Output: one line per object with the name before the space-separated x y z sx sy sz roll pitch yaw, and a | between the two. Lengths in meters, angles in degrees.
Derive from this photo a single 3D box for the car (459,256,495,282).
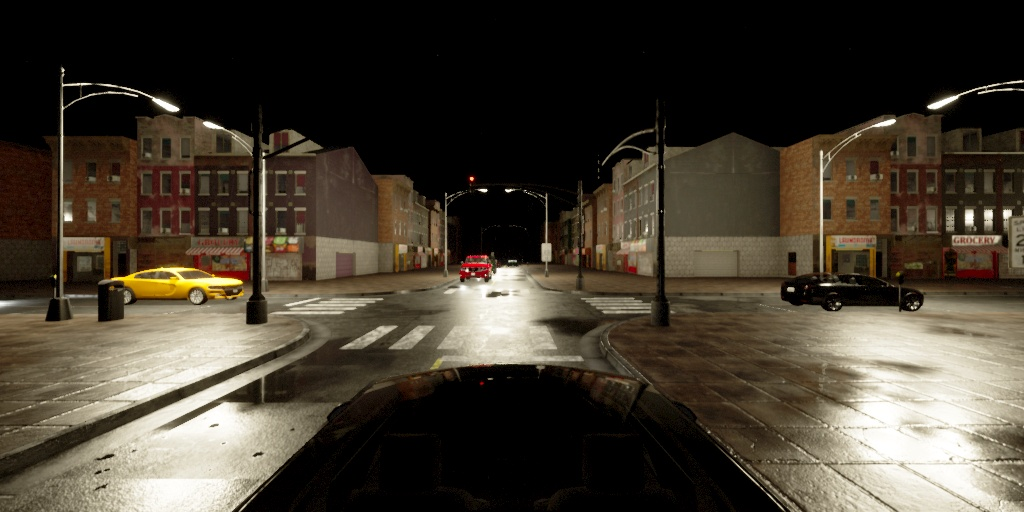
car | -2.825 0.980 29.009 2.150 2.045 5.566 0 0 1

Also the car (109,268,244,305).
car | -14.589 1.269 15.759 5.008 1.535 1.882 0 0 2

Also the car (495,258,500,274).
car | -2.816 0.989 40.621 2.150 2.045 5.566 0 0 1

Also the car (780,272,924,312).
car | 12.357 1.265 13.210 4.313 1.339 1.948 0 0 0
